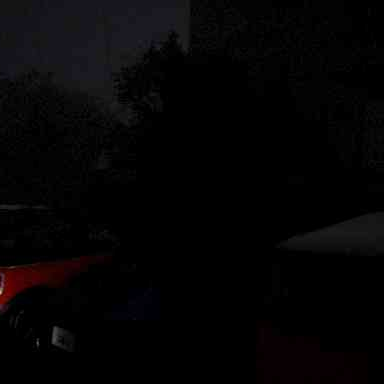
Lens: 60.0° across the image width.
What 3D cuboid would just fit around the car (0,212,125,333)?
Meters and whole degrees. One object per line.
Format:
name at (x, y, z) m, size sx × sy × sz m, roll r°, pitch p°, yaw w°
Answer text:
car at (-2.250, 1.407, 6.850) m, size 2.185 × 1.767 × 4.553 m, roll -1°, pitch 0°, yaw 36°

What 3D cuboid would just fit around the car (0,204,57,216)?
car at (-4.492, 1.308, 8.522) m, size 2.435 × 2.045 × 5.566 m, roll -1°, pitch 0°, yaw 36°

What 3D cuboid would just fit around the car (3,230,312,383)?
car at (0.058, 1.536, 5.276) m, size 2.163 × 1.488 × 4.792 m, roll -1°, pitch 0°, yaw 36°
